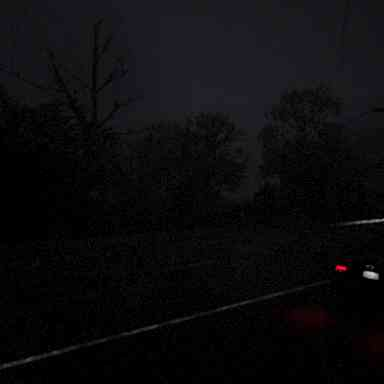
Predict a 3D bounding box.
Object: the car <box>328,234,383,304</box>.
[{"bbox_3d":[5.313,1.577,7.539,5.357,1.411,2.033,0,0,-35],"label":"car"}]
